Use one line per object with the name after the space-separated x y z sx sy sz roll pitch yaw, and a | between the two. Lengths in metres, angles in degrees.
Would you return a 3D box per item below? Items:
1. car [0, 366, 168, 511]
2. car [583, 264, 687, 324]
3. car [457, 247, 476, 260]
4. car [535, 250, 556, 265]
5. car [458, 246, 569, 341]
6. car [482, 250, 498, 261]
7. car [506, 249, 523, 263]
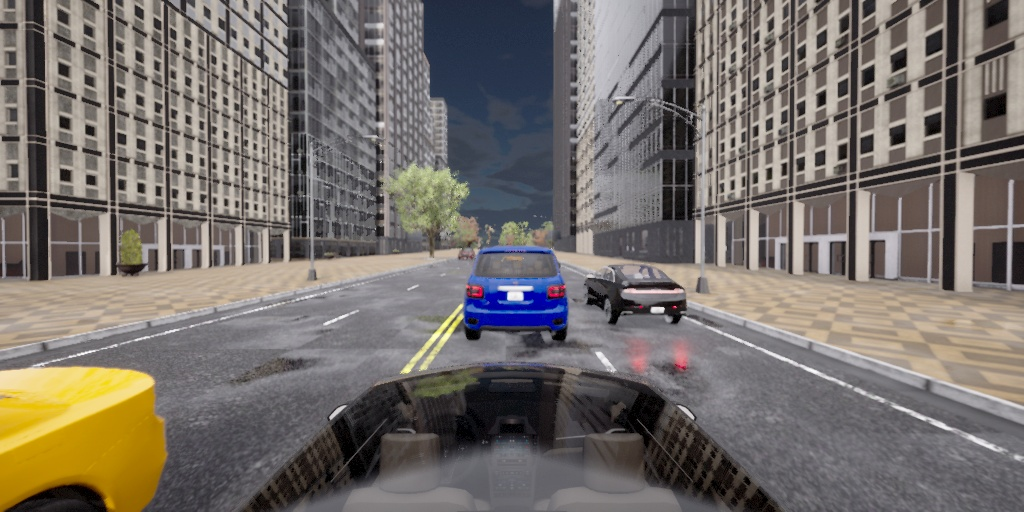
-3.357 1.267 0.355 1.882 1.535 5.008 0 2 0 | car
3.387 0.971 10.727 2.128 1.511 4.902 0 2 0 | car
-6.314 -0.355 50.446 2.097 1.767 4.553 0 2 1 | car
3.501 0.157 38.259 1.837 1.490 4.892 0 0 0 | car
0.119 0.746 9.280 2.150 2.045 5.566 0 2 1 | car
-3.060 -0.107 50.520 1.895 1.301 4.718 0 2 1 | car
0.270 0.006 42.635 1.882 1.535 5.008 0 1 0 | car
